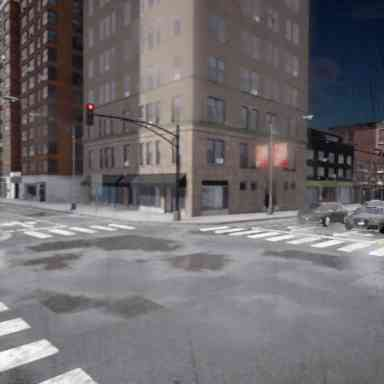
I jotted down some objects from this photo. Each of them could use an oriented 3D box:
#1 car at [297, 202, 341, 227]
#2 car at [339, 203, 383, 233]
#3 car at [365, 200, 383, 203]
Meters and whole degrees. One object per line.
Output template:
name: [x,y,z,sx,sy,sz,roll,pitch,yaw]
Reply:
car: [8.865,1.428,22.349,4.892,1.490,1.837,1,1,-45]
car: [10.644,1.556,19.552,4.181,1.385,1.994,1,1,-45]
car: [16.379,1.474,29.666,5.008,1.535,1.882,1,1,-44]
